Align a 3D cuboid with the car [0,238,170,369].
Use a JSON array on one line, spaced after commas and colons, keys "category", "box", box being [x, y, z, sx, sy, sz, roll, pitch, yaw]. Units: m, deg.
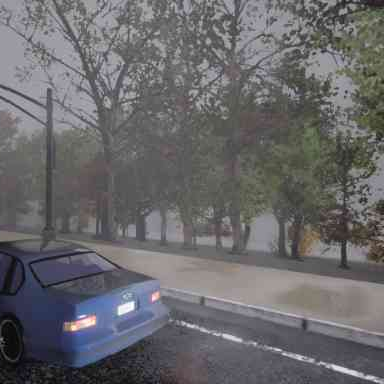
[{"category": "car", "box": [-2.895, 1.546, 5.754, 5.357, 1.411, 2.033, 0, 0, 36]}]
